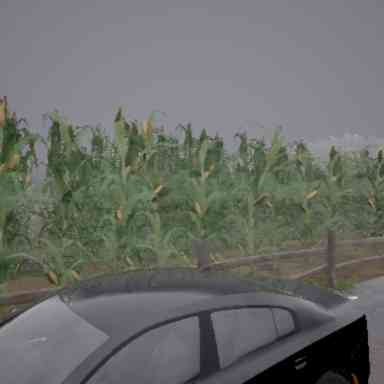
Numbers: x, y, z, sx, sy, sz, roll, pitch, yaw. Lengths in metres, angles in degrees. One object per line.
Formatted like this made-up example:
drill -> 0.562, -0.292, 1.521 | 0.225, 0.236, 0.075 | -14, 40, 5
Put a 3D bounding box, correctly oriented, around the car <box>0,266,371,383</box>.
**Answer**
car -> -0.546, 1.473, 2.682 | 5.008, 1.535, 1.882 | 0, 0, -35
